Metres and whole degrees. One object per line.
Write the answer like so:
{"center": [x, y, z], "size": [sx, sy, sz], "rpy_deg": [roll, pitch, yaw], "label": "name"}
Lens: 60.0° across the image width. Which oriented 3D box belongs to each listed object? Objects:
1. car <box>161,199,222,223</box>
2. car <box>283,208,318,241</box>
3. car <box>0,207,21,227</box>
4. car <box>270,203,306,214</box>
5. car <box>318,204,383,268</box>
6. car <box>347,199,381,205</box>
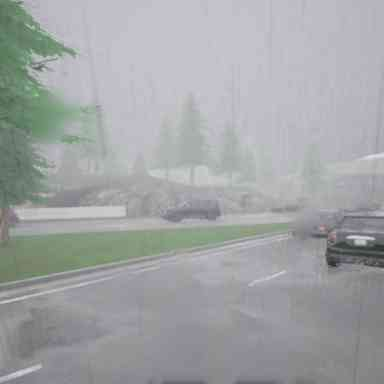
{"center": [-0.012, 1.680, 30.119], "size": [5.566, 2.045, 2.150], "rpy_deg": [0, -1, -21], "label": "car"}
{"center": [7.057, 1.689, 16.975], "size": [2.033, 1.411, 5.357], "rpy_deg": [-2, -1, 44], "label": "car"}
{"center": [-16.852, 2.056, 27.711], "size": [4.553, 1.767, 2.097], "rpy_deg": [-1, -1, -23], "label": "car"}
{"center": [11.699, 2.016, 40.603], "size": [4.718, 1.301, 1.895], "rpy_deg": [0, -1, -35], "label": "car"}
{"center": [6.120, 1.418, 10.830], "size": [2.097, 1.767, 4.553], "rpy_deg": [-2, -1, 42], "label": "car"}
{"center": [18.087, 1.794, 36.518], "size": [5.357, 1.411, 2.033], "rpy_deg": [0, -1, -35], "label": "car"}
